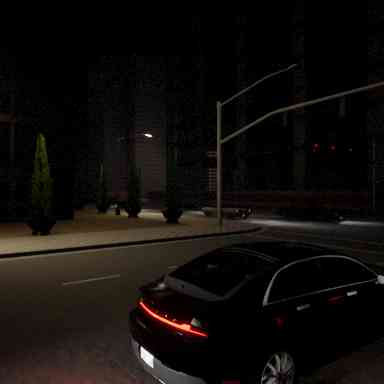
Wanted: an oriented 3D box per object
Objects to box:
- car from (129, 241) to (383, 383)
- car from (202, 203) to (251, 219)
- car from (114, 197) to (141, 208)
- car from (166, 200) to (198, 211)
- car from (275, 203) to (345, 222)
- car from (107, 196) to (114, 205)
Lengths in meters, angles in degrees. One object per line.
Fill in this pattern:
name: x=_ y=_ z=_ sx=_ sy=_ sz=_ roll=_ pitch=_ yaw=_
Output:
car: x=1.506 y=1.505 z=4.930 sx=4.892 sy=1.490 sz=1.837 roll=0 pitch=0 yaw=-35
car: x=2.997 y=1.656 z=29.381 sx=1.895 sy=1.301 sz=4.718 roll=0 pitch=0 yaw=-36
car: x=-8.563 y=1.619 z=45.346 sx=1.994 sy=1.385 sz=4.181 roll=0 pitch=0 yaw=-36
car: x=-1.251 y=1.656 z=41.209 sx=1.895 sy=1.301 sz=4.718 roll=0 pitch=0 yaw=-36
car: x=9.541 y=1.600 z=27.322 sx=2.033 sy=1.411 sz=5.357 roll=0 pitch=0 yaw=-45
car: x=-14.615 y=1.563 z=59.802 sx=1.837 sy=1.490 sz=4.892 roll=0 pitch=0 yaw=-36
